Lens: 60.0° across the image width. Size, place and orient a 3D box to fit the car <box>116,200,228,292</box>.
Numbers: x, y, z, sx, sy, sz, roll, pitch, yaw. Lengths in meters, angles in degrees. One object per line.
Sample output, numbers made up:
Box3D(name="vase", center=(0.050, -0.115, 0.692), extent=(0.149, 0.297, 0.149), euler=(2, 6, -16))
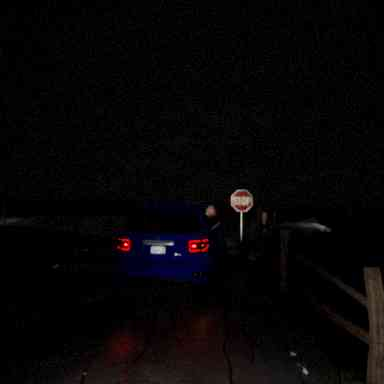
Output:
Box3D(name="car", center=(-0.265, 1.230, 9.226), extent=(2.150, 2.045, 5.566), euler=(0, 0, 9))

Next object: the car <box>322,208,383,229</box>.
Box3D(name="car", center=(12.814, 1.939, 25.174), extent=(5.357, 1.411, 2.033), euler=(2, 3, 0))

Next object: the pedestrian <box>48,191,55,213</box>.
Box3D(name="pedestrian", center=(-12.005, 0.812, 28.327), extent=(0.375, 1.860, 0.375), euler=(0, 1, 0))
